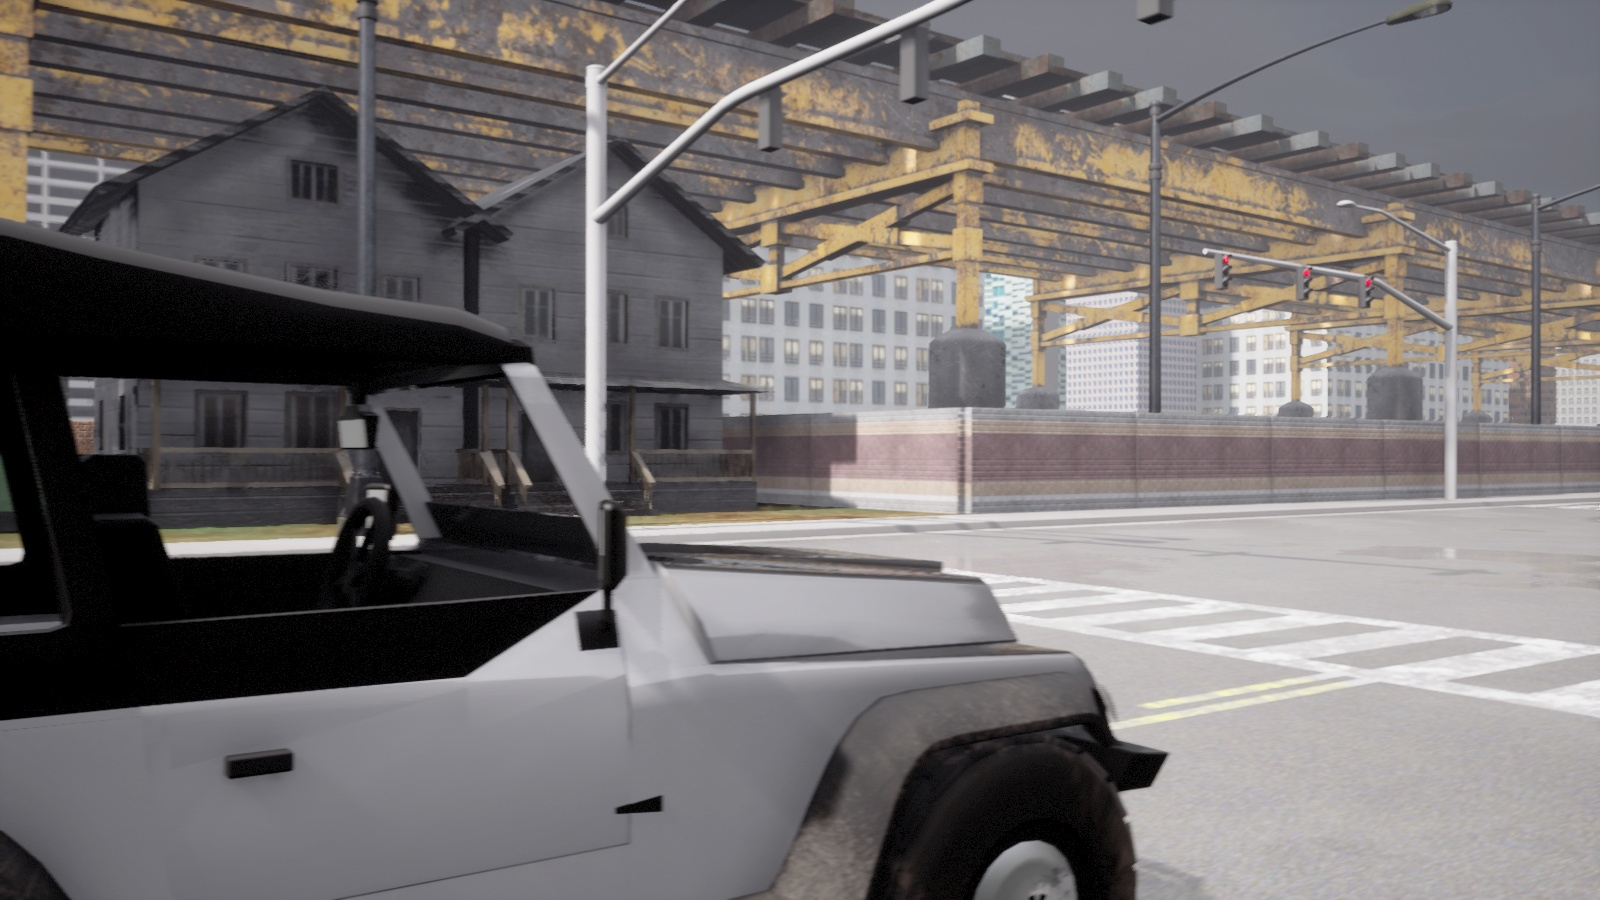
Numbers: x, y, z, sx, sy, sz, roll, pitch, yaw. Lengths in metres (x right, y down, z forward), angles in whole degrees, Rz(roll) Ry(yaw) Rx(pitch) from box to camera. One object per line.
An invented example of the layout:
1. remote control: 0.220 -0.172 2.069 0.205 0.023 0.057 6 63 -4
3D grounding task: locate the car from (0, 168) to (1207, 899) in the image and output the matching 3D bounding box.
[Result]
1. car: -1.095 0.550 2.905 3.866 1.878 1.905 0 0 -34
